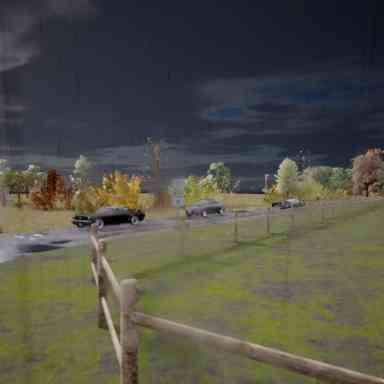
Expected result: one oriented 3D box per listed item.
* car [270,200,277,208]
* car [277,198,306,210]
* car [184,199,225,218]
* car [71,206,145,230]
[{"bbox_3d":[12.487,1.534,45.763,1.895,1.301,4.718,0,0,36],"label":"car"},{"bbox_3d":[12.522,1.459,40.865,1.812,1.442,4.674,0,0,36],"label":"car"},{"bbox_3d":[1.249,1.456,30.257,1.837,1.490,4.892,0,0,36],"label":"car"},{"bbox_3d":[-5.246,1.575,21.242,1.895,1.301,4.718,0,0,36],"label":"car"}]
